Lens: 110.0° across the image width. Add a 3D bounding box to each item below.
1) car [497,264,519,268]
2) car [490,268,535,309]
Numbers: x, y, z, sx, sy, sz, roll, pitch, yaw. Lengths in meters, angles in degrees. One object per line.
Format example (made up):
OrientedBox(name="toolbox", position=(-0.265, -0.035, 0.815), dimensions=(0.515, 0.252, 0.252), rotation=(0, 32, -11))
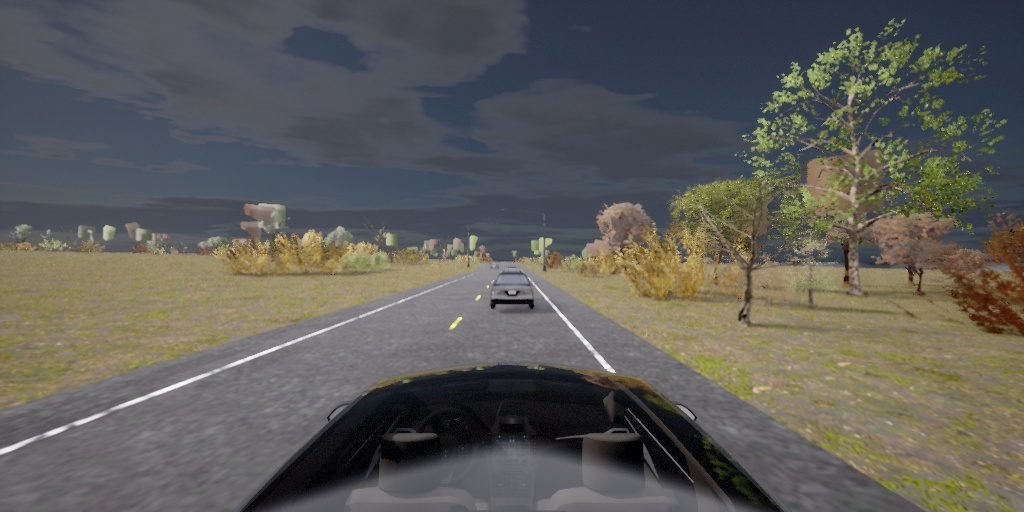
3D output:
OrientedBox(name="car", position=(0.013, 1.575, 30.844), dimensions=(2.033, 1.411, 5.357), rotation=(0, -1, 0))
OrientedBox(name="car", position=(0.007, 1.431, 15.844), dimensions=(2.033, 1.411, 5.357), rotation=(0, -1, 0))
